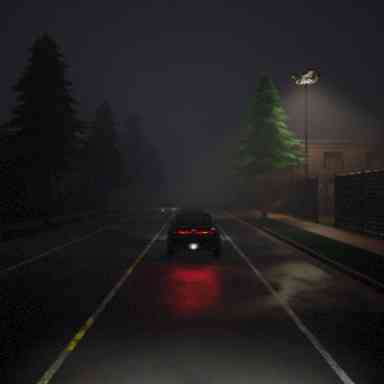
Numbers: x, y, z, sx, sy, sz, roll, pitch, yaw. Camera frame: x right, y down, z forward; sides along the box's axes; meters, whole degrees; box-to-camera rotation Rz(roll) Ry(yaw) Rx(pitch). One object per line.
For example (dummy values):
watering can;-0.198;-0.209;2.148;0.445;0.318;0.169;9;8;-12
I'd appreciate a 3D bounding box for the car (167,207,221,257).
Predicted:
car;0.070;1.527;13.042;1.837;1.490;4.892;0;-1;0

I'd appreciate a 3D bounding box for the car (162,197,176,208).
car;-3.562;1.577;51.629;1.882;1.535;5.008;0;0;0

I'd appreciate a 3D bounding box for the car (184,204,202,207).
car;0.069;1.654;27.363;1.895;1.301;4.718;0;0;0
